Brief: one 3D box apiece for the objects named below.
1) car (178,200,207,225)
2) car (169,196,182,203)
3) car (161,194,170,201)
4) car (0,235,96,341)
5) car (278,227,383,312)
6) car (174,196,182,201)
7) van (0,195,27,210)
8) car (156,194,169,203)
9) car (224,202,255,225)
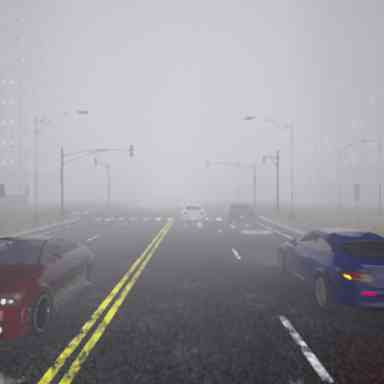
[{"bbox_3d":[0.027,1.555,24.148,1.812,1.442,4.674,0,0,-2],"label":"car"},{"bbox_3d":[-3.271,1.582,69.772,1.994,1.385,4.181,0,0,0],"label":"car"},{"bbox_3d":[-6.747,1.362,85.257,2.097,1.767,4.553,0,0,-2],"label":"car"},{"bbox_3d":[-3.349,1.575,6.509,1.994,1.385,4.181,0,0,0],"label":"car"},{"bbox_3d":[3.350,1.537,7.591,1.812,1.442,4.674,0,0,0],"label":"car"},{"bbox_3d":[-3.498,1.600,85.326,1.895,1.301,4.718,0,0,-2],"label":"car"},{"bbox_3d":[-22.663,1.252,41.354,3.998,1.788,1.690,0,0,1],"label":"van"},{"bbox_3d":[-6.521,1.530,69.654,1.837,1.490,4.892,0,0,0],"label":"car"},{"bbox_3d":[3.413,1.506,24.499,1.882,1.535,5.008,0,0,2],"label":"car"}]
